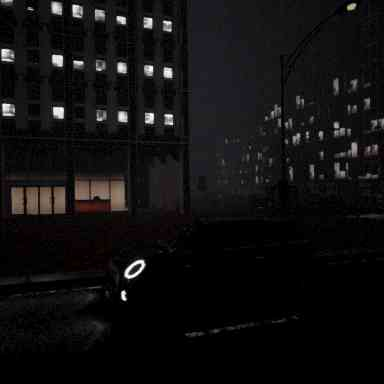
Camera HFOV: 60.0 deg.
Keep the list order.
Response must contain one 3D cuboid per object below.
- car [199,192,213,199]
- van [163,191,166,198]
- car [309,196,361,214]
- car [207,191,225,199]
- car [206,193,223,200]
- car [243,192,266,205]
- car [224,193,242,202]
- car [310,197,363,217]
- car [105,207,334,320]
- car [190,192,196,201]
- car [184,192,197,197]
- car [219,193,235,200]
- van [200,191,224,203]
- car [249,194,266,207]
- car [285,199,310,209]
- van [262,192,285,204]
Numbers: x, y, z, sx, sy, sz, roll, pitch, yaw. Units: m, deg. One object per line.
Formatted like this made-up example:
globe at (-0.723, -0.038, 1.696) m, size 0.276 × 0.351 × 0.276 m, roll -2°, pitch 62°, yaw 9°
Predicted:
car at (3.450, 0.705, 80.300) m, size 1.967 × 1.590 × 4.097 m, roll 0°, pitch 1°, yaw -20°
van at (-6.364, 0.687, 82.793) m, size 1.690 × 1.788 × 3.998 m, roll 0°, pitch 1°, yaw -20°
car at (14.226, 1.271, 33.495) m, size 1.882 × 1.535 × 5.008 m, roll -1°, pitch 1°, yaw -20°
car at (5.384, 0.633, 74.955) m, size 2.192 × 1.841 × 5.009 m, roll 0°, pitch 1°, yaw -20°
car at (4.559, 0.930, 69.609) m, size 1.812 × 1.442 × 4.674 m, roll -1°, pitch 1°, yaw -20°
car at (9.525, 1.021, 46.515) m, size 2.097 × 1.767 × 4.553 m, roll -1°, pitch 1°, yaw -20°
car at (7.974, 1.023, 60.173) m, size 1.812 × 1.442 × 4.674 m, roll -1°, pitch 1°, yaw -20°
car at (12.858, 1.434, 29.309) m, size 1.947 × 1.339 × 4.313 m, roll 0°, pitch 1°, yaw -20°
car at (0.462, 1.351, 7.252) m, size 4.553 × 1.767 × 2.097 m, roll 0°, pitch 0°, yaw -21°
car at (-0.560, 1.056, 66.763) m, size 2.008 × 1.369 × 4.403 m, roll 0°, pitch 1°, yaw -20°
car at (-0.418, 0.709, 90.990) m, size 2.008 × 1.369 × 4.403 m, roll 0°, pitch 1°, yaw -20°
car at (7.320, 0.953, 69.614) m, size 1.802 × 1.307 × 4.206 m, roll 0°, pitch 1°, yaw -20°
van at (3.308, 0.952, 56.071) m, size 1.690 × 1.788 × 3.998 m, roll 0°, pitch 1°, yaw -20°
car at (9.061, 1.331, 40.025) m, size 1.947 × 1.339 × 4.313 m, roll 0°, pitch 1°, yaw -20°
car at (10.940, 1.399, 34.661) m, size 1.802 × 1.307 × 4.206 m, roll 0°, pitch 1°, yaw -20°
van at (13.121, 0.870, 53.577) m, size 1.690 × 1.788 × 3.998 m, roll 0°, pitch 1°, yaw -20°
